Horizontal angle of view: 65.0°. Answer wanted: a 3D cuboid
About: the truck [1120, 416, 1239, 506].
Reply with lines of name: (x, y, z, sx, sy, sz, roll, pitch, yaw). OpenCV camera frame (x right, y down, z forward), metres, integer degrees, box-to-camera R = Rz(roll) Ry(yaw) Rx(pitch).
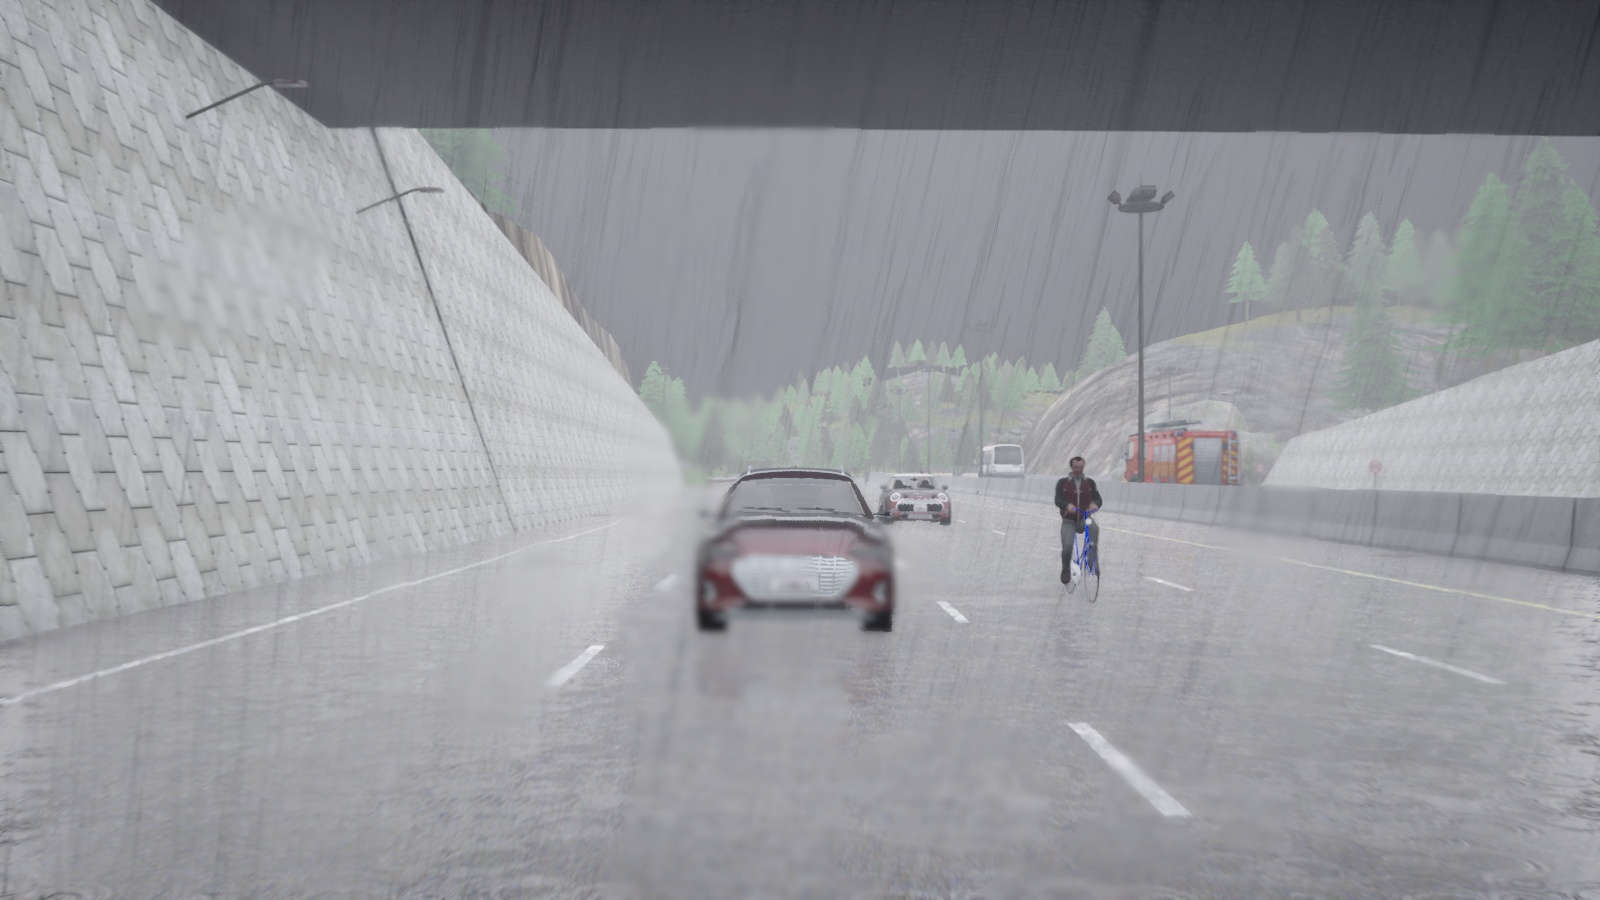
truck: (17.300, 0.550, 57.931, 2.891, 3.827, 8.468, 0, -1, 0)

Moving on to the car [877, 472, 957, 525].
car: (3.378, 1.385, 36.961, 1.970, 1.475, 3.806, 0, -1, 0)

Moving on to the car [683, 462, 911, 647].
car: (-0.040, 0.974, 13.666, 2.033, 1.649, 4.856, 0, -1, 0)

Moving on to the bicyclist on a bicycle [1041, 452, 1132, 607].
bicyclist on a bicycle: (3.454, 0.927, 15.287, 0.659, 1.776, 1.843, 0, -1, 0)
